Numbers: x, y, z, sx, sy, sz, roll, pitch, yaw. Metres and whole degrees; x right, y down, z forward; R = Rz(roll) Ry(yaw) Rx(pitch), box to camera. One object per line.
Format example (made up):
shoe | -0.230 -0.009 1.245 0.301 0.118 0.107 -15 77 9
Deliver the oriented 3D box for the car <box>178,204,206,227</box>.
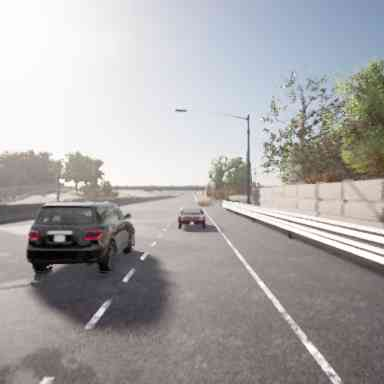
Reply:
car | -0.003 1.809 24.298 1.895 1.301 4.718 0 -1 0

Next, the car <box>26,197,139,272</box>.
car | -3.404 1.314 11.236 2.150 2.045 5.566 0 0 0

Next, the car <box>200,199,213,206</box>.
car | 3.102 2.299 70.650 1.882 1.535 5.008 0 -2 17
